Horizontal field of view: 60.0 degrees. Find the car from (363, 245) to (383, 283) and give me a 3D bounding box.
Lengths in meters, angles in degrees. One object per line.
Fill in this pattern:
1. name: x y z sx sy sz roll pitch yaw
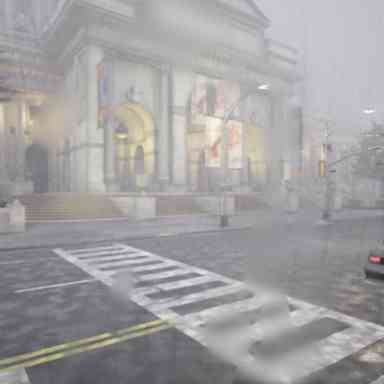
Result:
1. car: 6.411 1.554 8.319 5.357 1.411 2.033 0 0 -36
